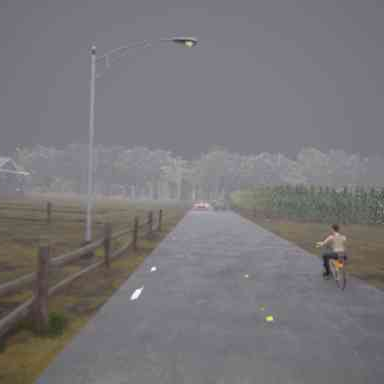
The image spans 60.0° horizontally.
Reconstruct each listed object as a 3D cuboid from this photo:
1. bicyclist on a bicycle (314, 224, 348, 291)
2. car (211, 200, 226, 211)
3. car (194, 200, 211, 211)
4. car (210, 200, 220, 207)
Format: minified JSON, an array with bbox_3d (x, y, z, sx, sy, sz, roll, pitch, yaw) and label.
[{"bbox_3d":[3.715,1.648,8.736,0.866,1.612,1.509,2,-1,2],"label":"bicyclist on a bicycle"},{"bbox_3d":[4.525,2.255,54.941,2.128,1.511,4.902,2,-1,1],"label":"car"},{"bbox_3d":[1.469,1.986,50.804,2.097,1.767,4.553,2,-1,2],"label":"car"},{"bbox_3d":[4.997,2.482,72.737,1.837,1.490,4.892,2,-1,2],"label":"car"}]
